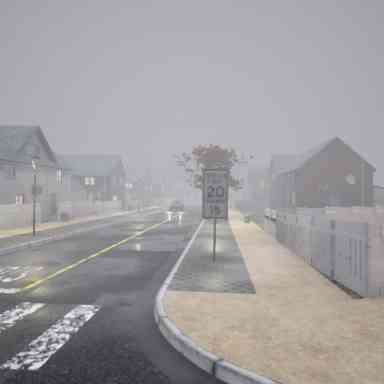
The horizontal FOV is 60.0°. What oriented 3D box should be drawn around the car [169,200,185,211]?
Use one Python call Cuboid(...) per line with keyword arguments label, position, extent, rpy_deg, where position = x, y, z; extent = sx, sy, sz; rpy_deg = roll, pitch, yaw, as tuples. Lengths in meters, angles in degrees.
Cuboid(label="car", position=(-2.139, 1.977, 47.832), extent=(1.837, 1.490, 4.892), rpy_deg=(1, -1, 5))
